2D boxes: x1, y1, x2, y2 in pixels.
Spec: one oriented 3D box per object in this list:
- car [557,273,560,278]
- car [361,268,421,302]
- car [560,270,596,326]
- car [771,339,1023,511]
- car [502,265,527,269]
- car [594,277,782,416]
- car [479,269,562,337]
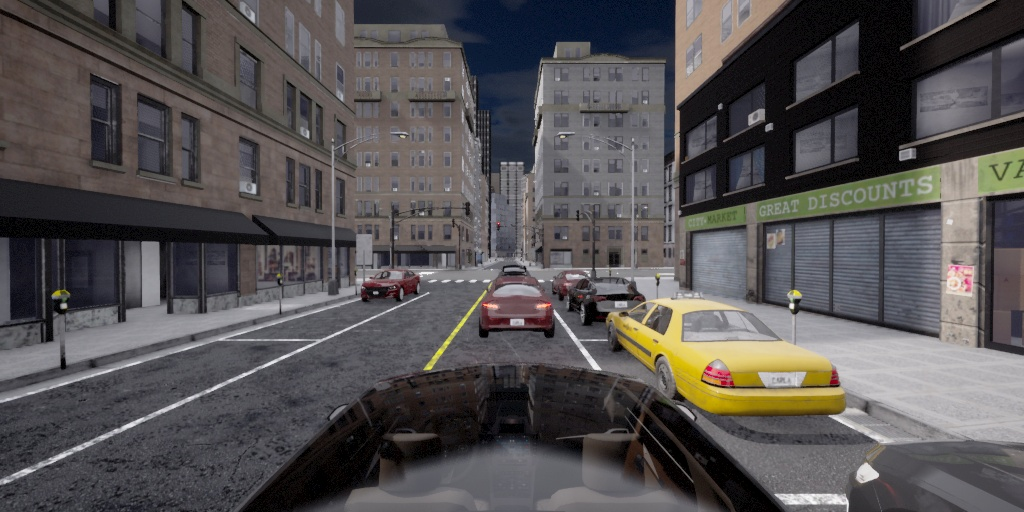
[{"bbox_3d":[2.898,1.326,17.123,1.802,1.307,4.207,0,0,0],"label":"car"},{"bbox_3d":[-5.647,1.289,17.134,1.888,1.381,4.507,0,0,0],"label":"car"},{"bbox_3d":[2.889,1.312,11.537,1.948,1.339,4.313,0,0,0],"label":"car"},{"bbox_3d":[2.871,1.301,0.365,2.007,1.370,4.403,0,0,0],"label":"car"},{"bbox_3d":[0.127,1.248,20.382,1.837,1.490,4.892,0,0,0],"label":"car"},{"bbox_3d":[2.881,1.274,6.121,1.751,1.417,4.829,0,0,0],"label":"car"},{"bbox_3d":[0.106,1.273,10.103,1.812,1.442,4.674,0,0,0],"label":"car"}]
